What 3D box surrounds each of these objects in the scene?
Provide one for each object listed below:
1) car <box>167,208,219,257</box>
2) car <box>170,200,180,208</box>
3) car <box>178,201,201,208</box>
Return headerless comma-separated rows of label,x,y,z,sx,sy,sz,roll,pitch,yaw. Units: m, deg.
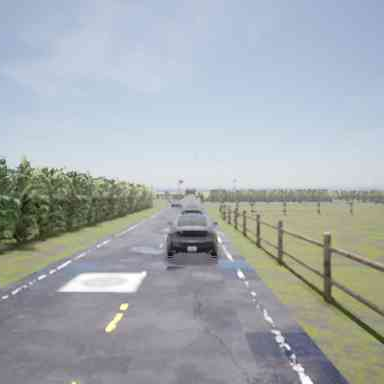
car,0.019,1.641,13.502,1.837,1.490,4.892,0,0,0
car,-2.791,2.099,59.705,2.033,1.411,5.357,0,0,1
car,0.022,1.781,28.486,1.837,1.490,4.892,0,0,0
